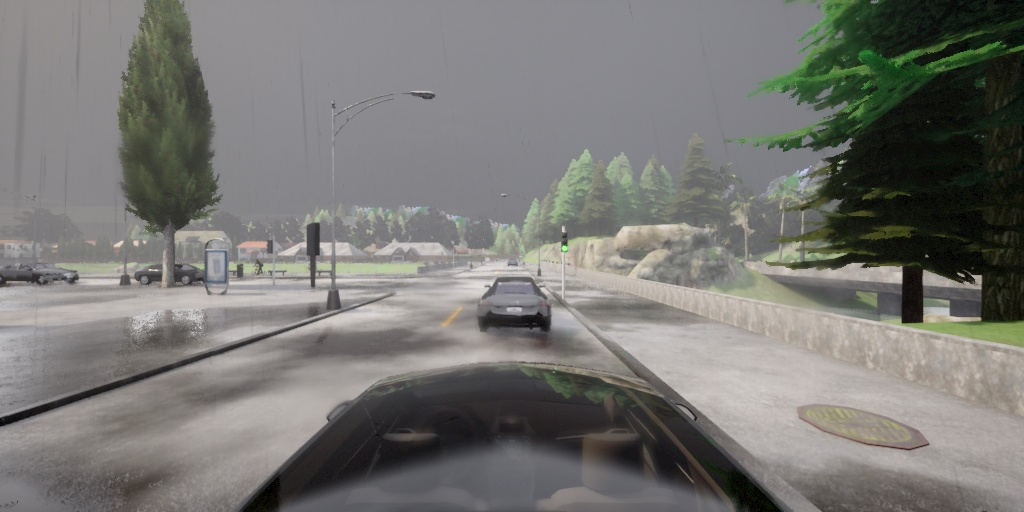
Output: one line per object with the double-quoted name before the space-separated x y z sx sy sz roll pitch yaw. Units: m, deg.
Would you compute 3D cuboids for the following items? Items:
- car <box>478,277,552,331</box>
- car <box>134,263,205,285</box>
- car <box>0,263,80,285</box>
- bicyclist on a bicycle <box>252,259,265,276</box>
"car" 0.082 1.318 10.998 1.994 1.385 4.181 0 0 0
"car" -24.024 1.265 25.690 4.892 1.490 1.837 0 0 0
"car" -34.124 1.252 25.693 4.902 1.511 2.128 0 0 0
"bicyclist on a bicycle" -24.100 1.113 34.088 0.582 1.620 1.656 0 0 0
